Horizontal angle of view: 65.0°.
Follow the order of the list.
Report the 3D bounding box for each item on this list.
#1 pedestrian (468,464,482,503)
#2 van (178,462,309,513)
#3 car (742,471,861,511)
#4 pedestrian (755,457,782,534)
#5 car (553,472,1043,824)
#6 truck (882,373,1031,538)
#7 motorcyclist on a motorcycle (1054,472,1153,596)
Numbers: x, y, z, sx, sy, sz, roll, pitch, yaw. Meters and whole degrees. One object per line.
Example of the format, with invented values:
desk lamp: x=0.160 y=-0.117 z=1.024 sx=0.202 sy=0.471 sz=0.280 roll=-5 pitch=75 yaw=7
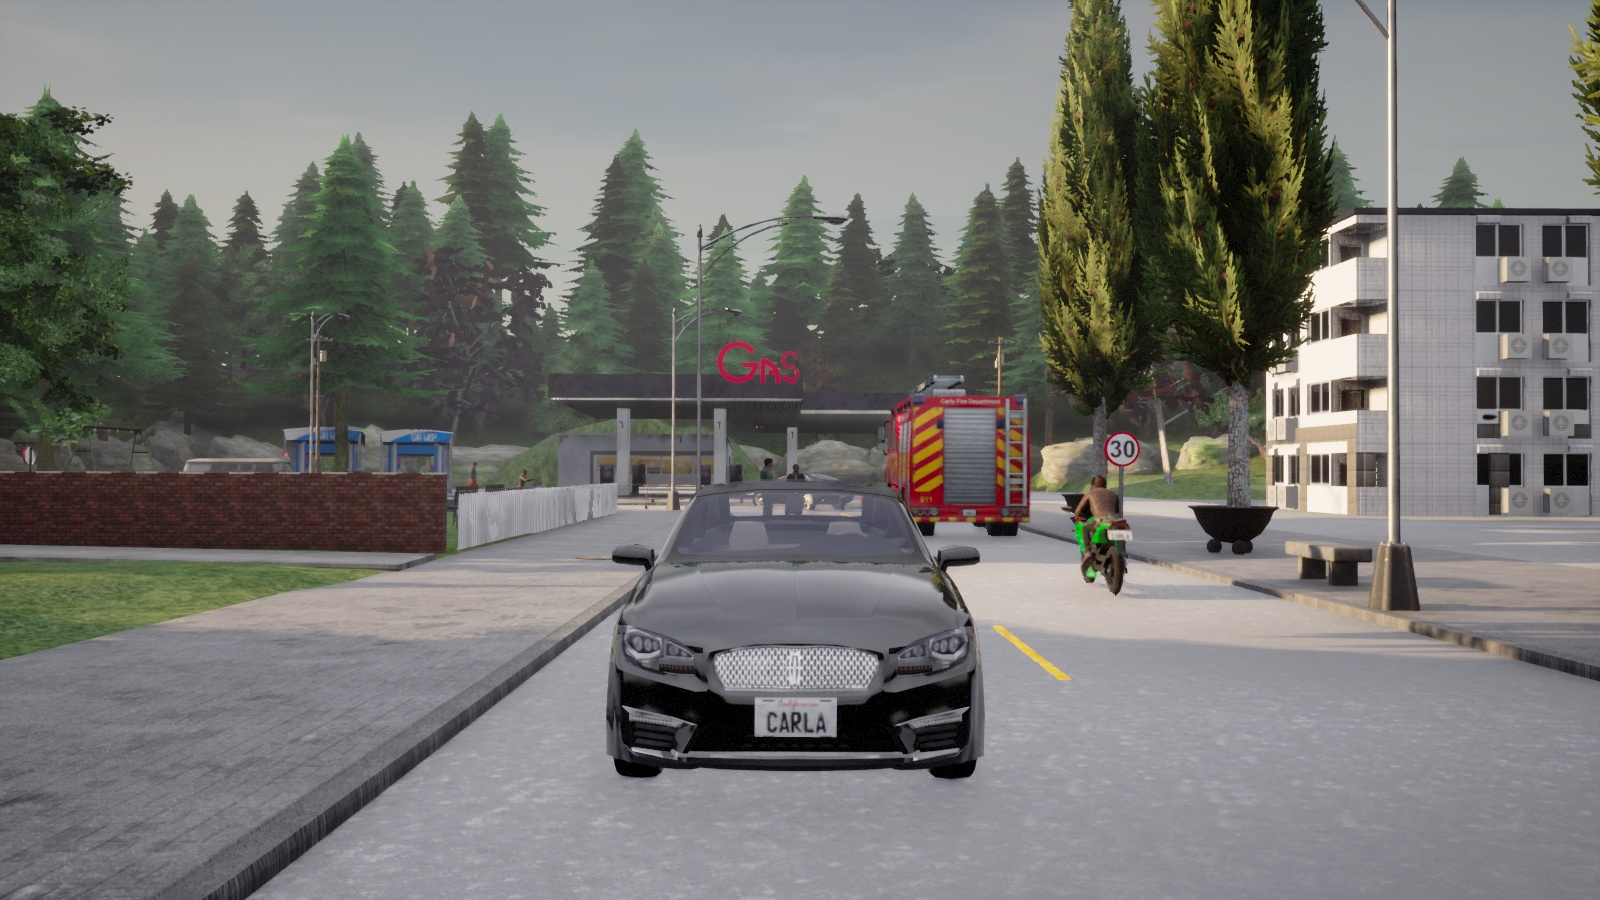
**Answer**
pedestrian: x=-15.409 y=1.582 z=59.464 sx=0.614 sy=1.847 sz=0.353 roll=0 pitch=-1 yaw=-10
van: x=-22.169 y=1.496 z=50.151 sx=4.442 sy=1.987 sz=1.775 roll=0 pitch=-1 yaw=0
car: x=0.003 y=1.623 z=50.763 sx=2.128 sy=1.511 sz=4.902 roll=1 pitch=-1 yaw=-41
pedestrian: x=-0.776 y=1.106 z=30.566 sx=0.614 sy=1.847 sz=0.353 roll=0 pitch=-1 yaw=-8
car: x=-0.019 y=0.903 z=7.912 sx=2.128 sy=1.511 sz=4.902 roll=0 pitch=-1 yaw=0
truck: x=3.923 y=0.196 z=33.543 sx=2.891 sy=3.827 sz=8.468 roll=0 pitch=-1 yaw=0
motorcyclist on a motorcycle: x=3.964 y=1.058 z=16.570 sx=0.797 sy=1.523 sz=2.044 roll=0 pitch=-1 yaw=0
